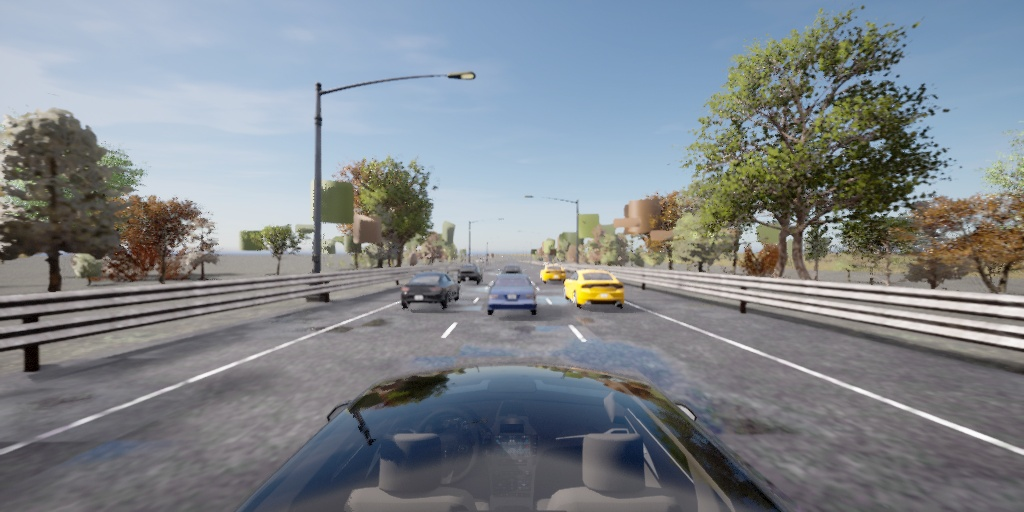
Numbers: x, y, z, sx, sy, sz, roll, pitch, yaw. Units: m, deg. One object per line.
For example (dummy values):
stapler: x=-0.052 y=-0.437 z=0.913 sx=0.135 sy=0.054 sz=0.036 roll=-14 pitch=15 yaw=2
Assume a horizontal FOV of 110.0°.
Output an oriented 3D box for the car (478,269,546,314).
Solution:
car: x=0.009 y=1.421 z=14.364 sx=2.033 sy=1.411 sz=5.357 roll=0 pitch=-1 yaw=0

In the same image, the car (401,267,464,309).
car: x=-3.474 y=1.412 z=15.746 sx=1.812 sy=1.442 sz=4.674 roll=0 pitch=0 yaw=1

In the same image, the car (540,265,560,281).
car: x=3.528 y=1.518 z=31.112 sx=1.882 sy=1.535 sz=5.008 roll=0 pitch=0 yaw=1

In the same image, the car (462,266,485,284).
car: x=-3.480 y=1.540 z=30.355 sx=1.837 sy=1.490 sz=4.892 roll=0 pitch=0 yaw=1

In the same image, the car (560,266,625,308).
car: x=3.529 y=1.368 z=16.091 sx=1.882 sy=1.535 sz=5.008 roll=0 pitch=0 yaw=1

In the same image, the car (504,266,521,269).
car: x=0.020 y=1.540 z=30.343 sx=1.837 sy=1.490 sz=4.892 roll=0 pitch=0 yaw=1
